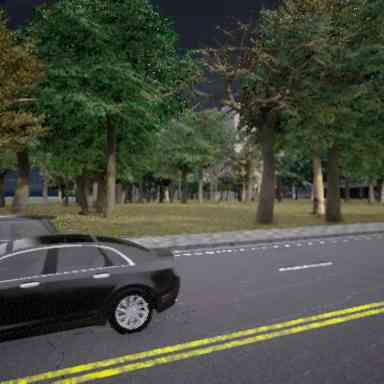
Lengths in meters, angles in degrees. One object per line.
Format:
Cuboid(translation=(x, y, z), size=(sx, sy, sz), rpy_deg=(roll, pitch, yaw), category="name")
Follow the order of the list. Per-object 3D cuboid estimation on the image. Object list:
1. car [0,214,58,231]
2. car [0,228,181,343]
Cuboid(translation=(-5.183, 1.344, 7.812), size=(4.553, 1.767, 2.097), rpy_deg=(0, 0, -25), category="car")
Cuboid(translation=(-2.578, 1.499, 5.444), size=(4.892, 1.490, 1.837), rpy_deg=(0, 0, -25), category="car")
